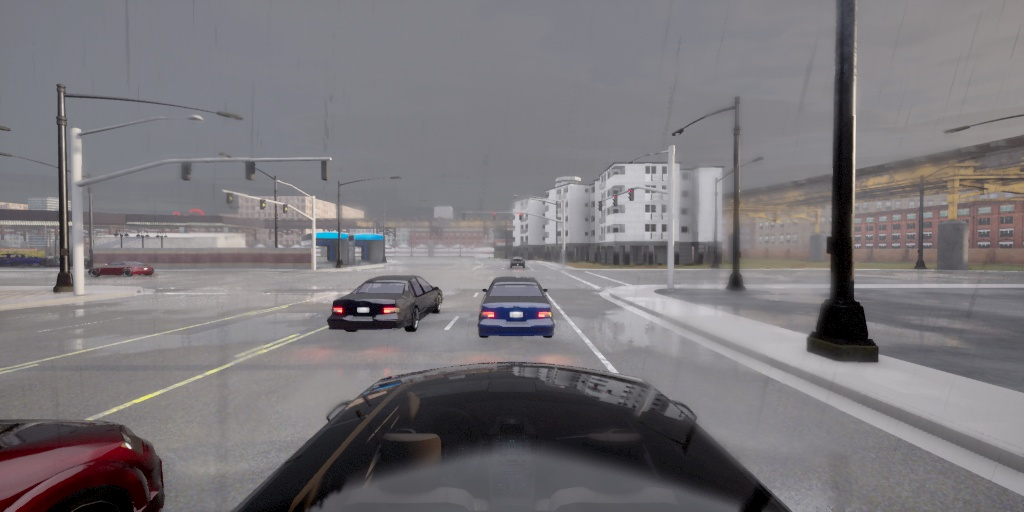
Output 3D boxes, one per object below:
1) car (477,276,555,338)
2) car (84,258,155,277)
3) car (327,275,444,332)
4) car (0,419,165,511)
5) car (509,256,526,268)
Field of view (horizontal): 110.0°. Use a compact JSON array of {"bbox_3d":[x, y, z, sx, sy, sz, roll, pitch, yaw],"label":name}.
[{"bbox_3d":[0.090,1.279,10.114,2.033,1.411,5.357,0,0,0],"label":"car"},{"bbox_3d":[-33.695,1.084,30.964,4.181,1.385,1.994,0,1,-1],"label":"car"},{"bbox_3d":[-3.406,1.274,10.716,2.033,1.411,5.357,0,0,0],"label":"car"},{"bbox_3d":[-3.395,1.314,0.719,1.994,1.385,4.181,0,0,0],"label":"car"},{"bbox_3d":[0.707,0.772,46.133,1.837,1.490,4.892,0,1,0],"label":"car"}]
